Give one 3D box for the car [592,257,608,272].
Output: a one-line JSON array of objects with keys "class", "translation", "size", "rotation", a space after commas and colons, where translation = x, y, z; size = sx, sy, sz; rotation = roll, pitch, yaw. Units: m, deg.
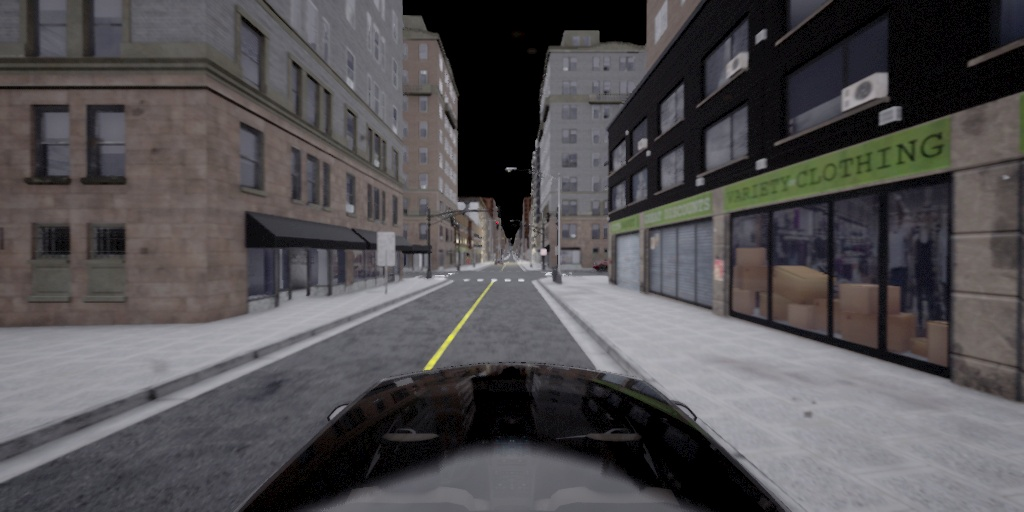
[{"class": "car", "translation": [12.110, 0.872, 42.689], "size": [5.009, 1.841, 2.192], "rotation": [0, 0, 0]}]
